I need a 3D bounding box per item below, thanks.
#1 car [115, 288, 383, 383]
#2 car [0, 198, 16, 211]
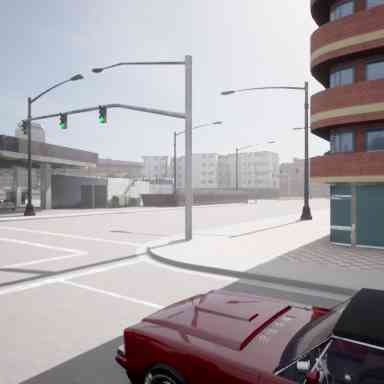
[{"bbox_3d":[1.528,1.601,2.884,4.718,1.301,1.895,0,0,36],"label":"car"},{"bbox_3d":[-22.337,1.456,38.835,3.806,1.475,1.970,0,0,36],"label":"car"}]
